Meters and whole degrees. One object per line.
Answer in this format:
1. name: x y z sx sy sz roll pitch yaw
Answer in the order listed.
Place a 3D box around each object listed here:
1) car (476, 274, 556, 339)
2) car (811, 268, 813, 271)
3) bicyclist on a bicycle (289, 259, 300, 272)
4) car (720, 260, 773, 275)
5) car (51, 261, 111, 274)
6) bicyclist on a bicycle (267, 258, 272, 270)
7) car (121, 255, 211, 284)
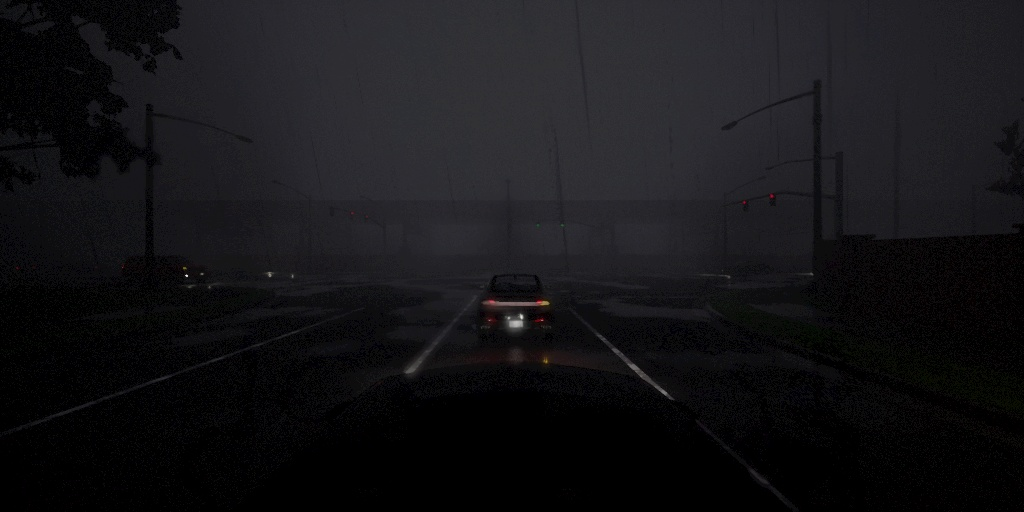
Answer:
1. car: 0.096 1.243 10.076 2.128 1.511 4.902 0 0 0
2. car: 33.178 1.047 35.737 5.357 1.411 2.033 -1 0 2
3. bicyclist on a bicycle: -27.044 1.203 44.640 0.582 1.620 1.656 0 0 14
4. car: 23.503 1.140 36.003 4.674 1.442 1.812 -1 0 2
5. car: -49.659 1.297 41.373 5.357 1.411 2.033 0 0 2
6. bicyclist on a bicycle: -31.596 1.050 46.730 0.582 1.620 1.656 0 0 -33
7. car: -25.625 0.971 26.644 5.566 2.045 2.150 0 0 4
